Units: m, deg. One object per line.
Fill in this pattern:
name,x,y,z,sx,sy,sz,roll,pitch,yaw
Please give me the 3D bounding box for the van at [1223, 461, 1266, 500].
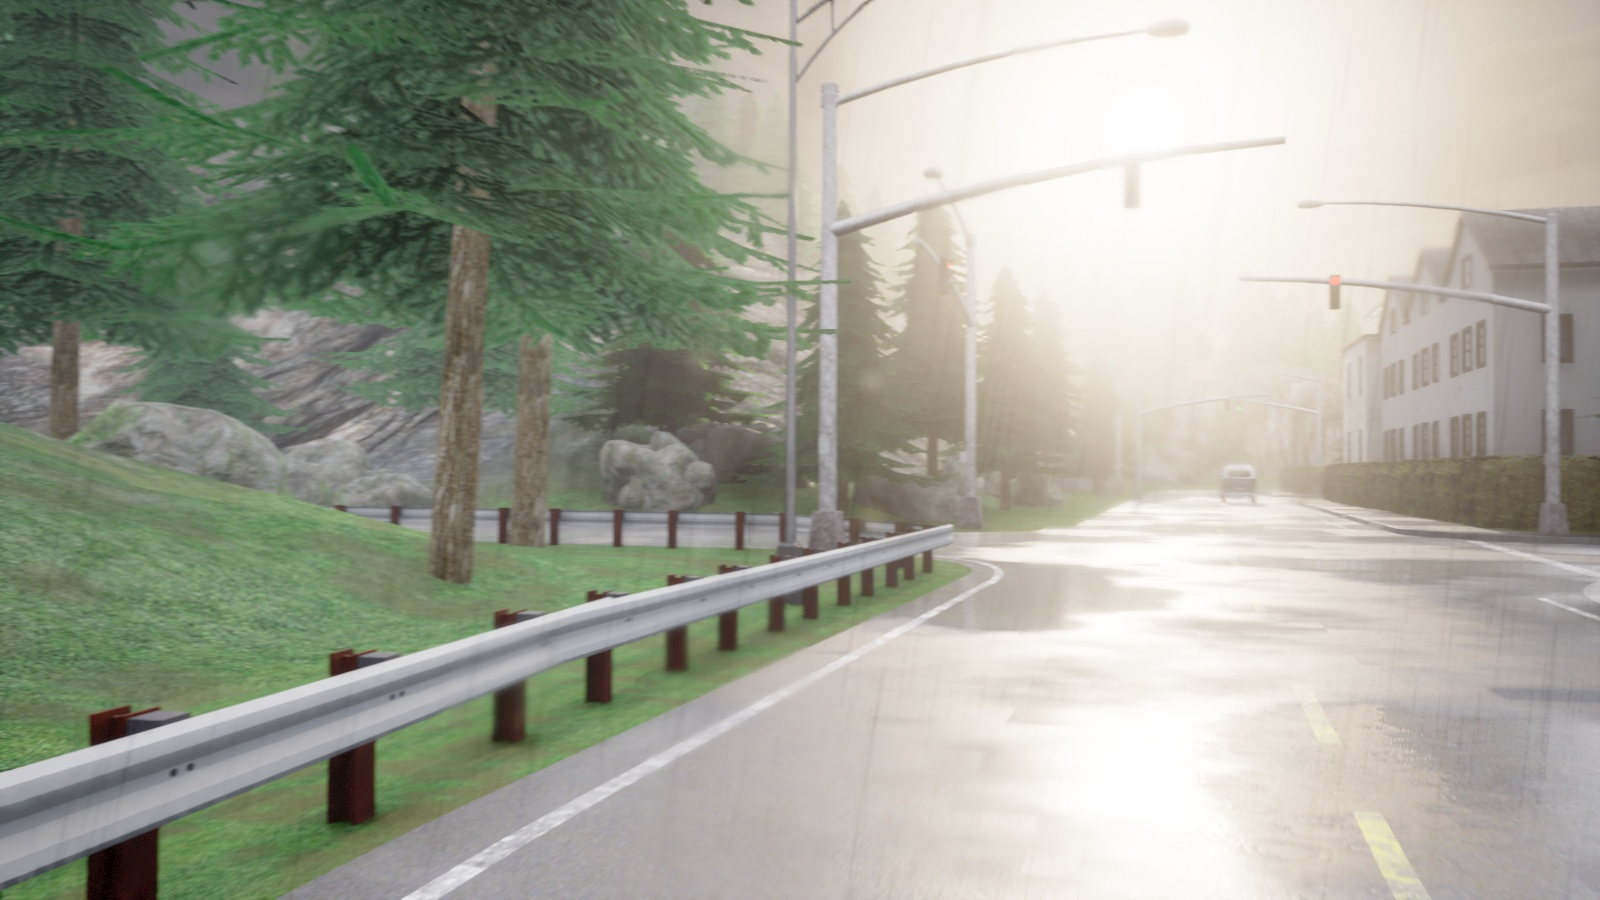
van,24.261,1.648,68.629,2.069,2.038,4.480,0,-1,17
